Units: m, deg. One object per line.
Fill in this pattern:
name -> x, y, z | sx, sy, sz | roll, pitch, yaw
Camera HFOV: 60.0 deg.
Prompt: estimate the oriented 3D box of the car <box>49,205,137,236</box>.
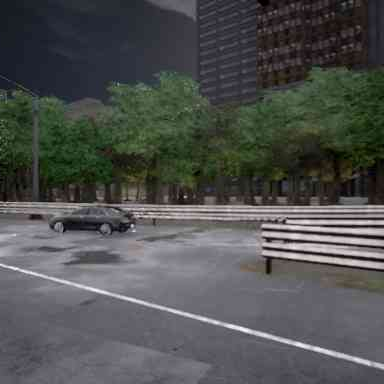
car -> -5.397, 1.497, 18.049 | 4.892, 1.490, 1.837 | 0, 0, 18
